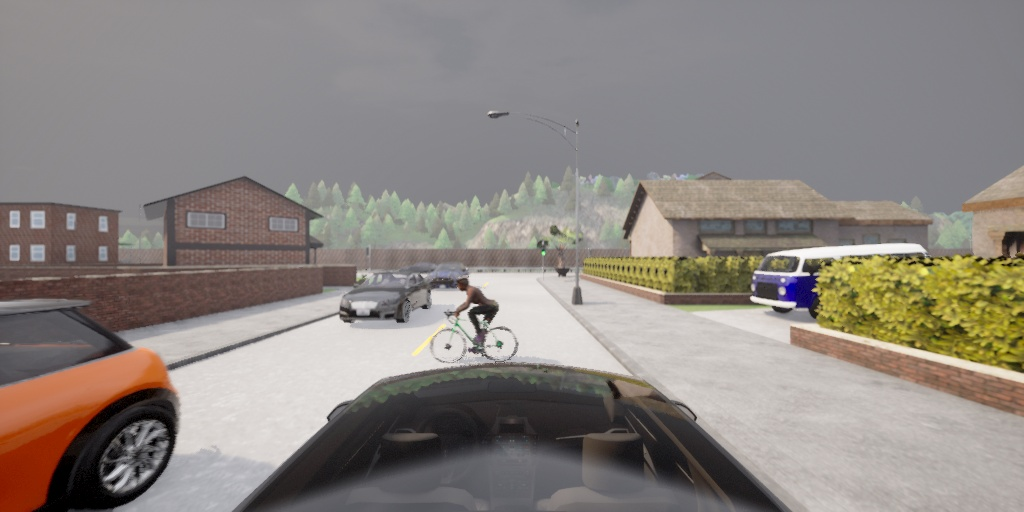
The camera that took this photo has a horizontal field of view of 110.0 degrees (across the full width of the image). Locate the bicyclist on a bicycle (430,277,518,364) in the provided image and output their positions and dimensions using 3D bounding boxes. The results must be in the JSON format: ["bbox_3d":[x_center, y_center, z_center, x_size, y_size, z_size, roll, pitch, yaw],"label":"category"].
[{"bbox_3d":[-0.728,1.217,6.707,1.656,1.620,0.582,-2,0,0],"label":"bicyclist on a bicycle"}]

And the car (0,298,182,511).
[{"bbox_3d":[-4.098,1.099,1.325,2.097,1.767,4.553,0,0,0],"label":"car"}]

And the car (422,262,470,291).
[{"bbox_3d":[-3.959,1.182,22.829,2.097,1.767,4.553,0,0,1],"label":"car"}]

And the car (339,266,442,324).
[{"bbox_3d":[-4.057,1.280,12.250,2.128,1.511,4.902,0,0,0],"label":"car"}]

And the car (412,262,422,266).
[{"bbox_3d":[-11.048,1.457,44.388,5.357,1.411,2.033,0,0,-4],"label":"car"}]
